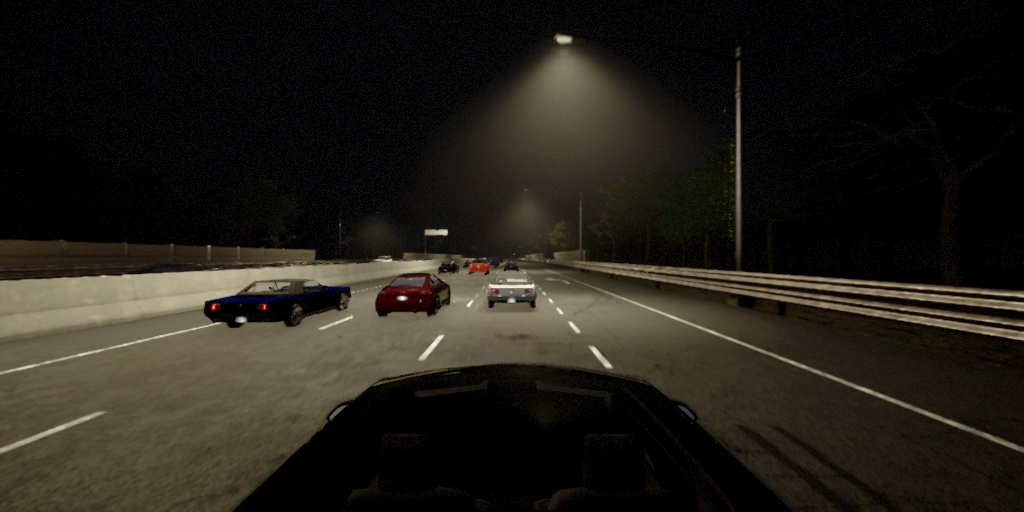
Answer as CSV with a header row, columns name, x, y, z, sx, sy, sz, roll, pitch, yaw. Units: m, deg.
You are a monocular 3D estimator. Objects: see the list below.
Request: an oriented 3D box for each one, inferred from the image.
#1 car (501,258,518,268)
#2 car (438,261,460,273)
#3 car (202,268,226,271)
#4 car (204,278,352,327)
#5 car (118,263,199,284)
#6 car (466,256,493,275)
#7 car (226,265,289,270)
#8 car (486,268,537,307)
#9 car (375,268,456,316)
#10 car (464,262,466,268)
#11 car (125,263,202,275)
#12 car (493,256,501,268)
name,x,y,z,sx,sy,sz,roll,pitch,yaw
car,-0.101,1.371,50.433,1.994,1.385,4.181,0,0,0
car,-7.077,1.290,40.488,2.128,1.511,4.902,0,0,0
car,-21.130,1.358,27.889,1.994,1.385,4.181,0,0,0
car,-7.008,1.363,11.504,1.895,1.301,4.718,0,0,0
car,-28.122,1.328,28.780,1.812,1.442,4.674,0,0,0
car,-3.577,1.145,40.408,2.097,1.767,4.553,0,0,0
car,-17.637,1.335,26.296,2.033,1.411,5.357,0,0,0
car,-0.015,1.358,15.469,1.895,1.301,4.718,0,0,0
car,-3.514,1.324,13.470,1.994,1.385,4.181,0,0,0
car,-7.131,1.382,61.461,2.033,1.411,5.357,0,0,0
car,-24.633,1.343,26.263,2.033,1.411,5.357,0,0,0
car,-3.638,1.059,64.518,2.150,2.045,5.566,0,0,0
